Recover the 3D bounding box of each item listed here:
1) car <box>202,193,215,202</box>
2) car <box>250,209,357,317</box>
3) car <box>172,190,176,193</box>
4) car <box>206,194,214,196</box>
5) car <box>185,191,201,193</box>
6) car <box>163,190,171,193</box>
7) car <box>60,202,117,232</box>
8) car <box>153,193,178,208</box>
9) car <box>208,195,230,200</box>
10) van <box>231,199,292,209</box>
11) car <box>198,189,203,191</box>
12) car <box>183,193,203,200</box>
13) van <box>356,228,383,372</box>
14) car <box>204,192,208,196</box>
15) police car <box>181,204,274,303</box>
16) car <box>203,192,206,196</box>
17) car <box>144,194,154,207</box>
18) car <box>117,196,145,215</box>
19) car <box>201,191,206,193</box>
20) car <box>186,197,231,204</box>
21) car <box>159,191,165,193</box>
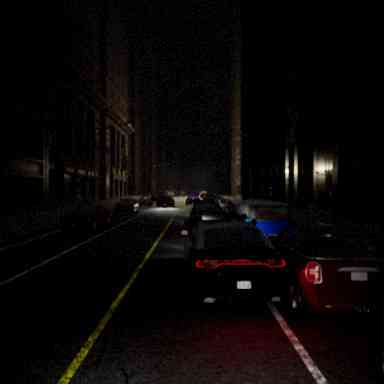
[{"bbox_3d":[2.812,0.921,57.915,1.947,1.339,4.313,1,1,0],"label":"car"},{"bbox_3d":[2.694,1.362,7.293,1.967,1.590,4.097,1,1,0],"label":"car"},{"bbox_3d":[-5.660,0.650,80.424,1.947,1.339,4.313,1,1,0],"label":"car"},{"bbox_3d":[2.759,1.160,35.416,1.887,1.381,4.507,1,1,0],"label":"car"},{"bbox_3d":[0.135,0.918,56.615,2.033,1.411,5.357,0,1,0],"label":"car"},{"bbox_3d":[-5.698,0.728,63.550,1.967,1.590,4.097,1,1,0],"label":"car"},{"bbox_3d":[-5.806,1.346,18.559,1.887,1.381,4.507,1,1,0],"label":"car"},{"bbox_3d":[-3.004,1.139,38.961,1.994,1.385,4.181,0,1,0],"label":"car"},{"bbox_3d":[2.746,1.229,29.792,2.008,1.369,4.403,1,1,0],"label":"car"},{"bbox_3d":[2.708,1.203,12.917,1.690,1.788,3.998,1,1,0],"label":"van"},{"bbox_3d":[2.853,0.697,74.787,1.887,1.381,4.507,1,1,0],"label":"car"},{"bbox_3d":[0.137,1.113,44.487,1.895,1.301,4.718,0,1,1],"label":"car"},{"bbox_3d":[2.681,1.322,1.668,1.690,1.788,3.998,1,1,0],"label":"van"},{"bbox_3d":[2.773,1.096,41.040,1.887,1.381,4.507,1,1,0],"label":"car"},{"bbox_3d":[0.772,1.338,8.203,1.930,1.638,5.238,0,1,-2],"label":"police car"},{"bbox_3d":[2.786,1.032,46.665,1.887,1.381,4.507,1,1,0],"label":"car"},{"bbox_3d":[-5.753,1.079,40.884,1.752,1.417,4.829,1,1,0],"label":"car"},{"bbox_3d":[-5.779,1.229,29.807,2.008,1.369,4.403,1,1,0],"label":"car"},{"bbox_3d":[2.799,0.966,52.289,1.887,1.381,4.507,1,1,0],"label":"car"},{"bbox_3d":[0.785,1.284,18.131,1.882,1.535,5.008,0,1,0],"label":"car"},{"bbox_3d":[-5.727,1.003,52.304,1.802,1.307,4.206,1,1,0],"label":"car"}]
